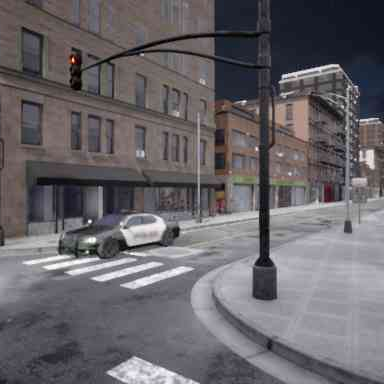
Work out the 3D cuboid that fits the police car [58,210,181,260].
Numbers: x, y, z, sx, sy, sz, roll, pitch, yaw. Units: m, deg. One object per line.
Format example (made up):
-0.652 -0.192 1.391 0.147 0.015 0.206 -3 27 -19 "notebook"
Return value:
-2.620 1.512 12.802 2.038 1.542 4.974 0 0 36 "police car"
